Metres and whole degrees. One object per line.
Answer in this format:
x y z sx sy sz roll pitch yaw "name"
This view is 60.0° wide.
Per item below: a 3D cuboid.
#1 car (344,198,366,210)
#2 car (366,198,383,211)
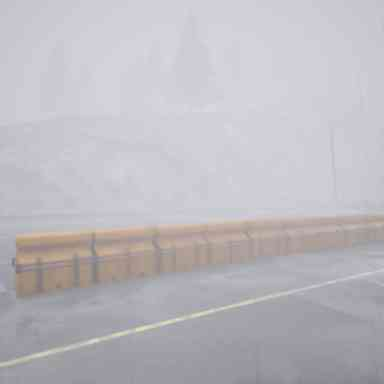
20.758 1.491 40.823 4.892 1.490 1.837 0 0 -30 "car"
22.533 1.386 37.807 4.902 1.511 2.128 0 0 -30 "car"
